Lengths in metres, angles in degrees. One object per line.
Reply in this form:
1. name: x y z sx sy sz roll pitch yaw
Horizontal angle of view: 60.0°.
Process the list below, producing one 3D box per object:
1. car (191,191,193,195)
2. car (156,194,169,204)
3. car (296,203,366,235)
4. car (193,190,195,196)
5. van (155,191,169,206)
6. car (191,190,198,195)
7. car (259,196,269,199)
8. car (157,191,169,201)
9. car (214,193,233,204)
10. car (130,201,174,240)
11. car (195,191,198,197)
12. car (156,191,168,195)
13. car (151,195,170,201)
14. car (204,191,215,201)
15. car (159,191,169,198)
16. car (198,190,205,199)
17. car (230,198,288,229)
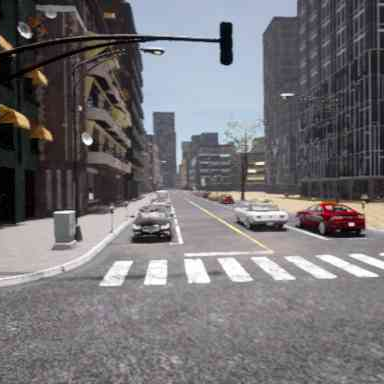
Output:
1. car: 1.538 0.359 82.379 2.008 1.369 4.403 -1 1 -4
2. car: -4.321 0.939 48.652 1.802 1.307 4.206 -1 1 -4
3. car: 6.531 1.197 16.181 1.887 1.381 4.507 -1 1 -4
4. car: 1.952 0.315 76.861 1.967 1.590 4.097 -1 1 -4
5. van: -3.909 0.769 43.133 1.690 1.788 3.998 -1 1 -4
6. car: 0.692 0.198 93.582 1.752 1.417 4.829 -1 1 -4
7. car: 5.685 1.029 27.383 1.752 1.417 4.829 -1 1 -4
8. car: -5.156 0.657 59.684 1.967 1.590 4.097 -1 1 -4
9. car: 4.451 0.873 43.764 1.802 1.307 4.206 -1 1 -4
10. car: -1.825 1.341 15.553 2.008 1.369 4.403 -1 1 -4
11. car: 2.370 0.493 71.347 2.008 1.369 4.403 -1 1 -4
12. car: -3.491 0.940 37.618 1.967 1.590 4.097 -1 1 -4
13. car: -2.657 1.194 26.586 2.008 1.369 4.403 -1 1 -4
14. car: 3.605 0.672 54.966 1.752 1.417 4.829 -1 1 -4
15. car: -6.402 0.563 76.234 2.008 1.369 4.403 -1 1 -4
16. car: 2.786 0.555 65.830 1.887 1.381 4.507 -1 1 -4
17. car: 3.734 1.258 18.837 1.895 1.301 4.718 -1 1 -4
